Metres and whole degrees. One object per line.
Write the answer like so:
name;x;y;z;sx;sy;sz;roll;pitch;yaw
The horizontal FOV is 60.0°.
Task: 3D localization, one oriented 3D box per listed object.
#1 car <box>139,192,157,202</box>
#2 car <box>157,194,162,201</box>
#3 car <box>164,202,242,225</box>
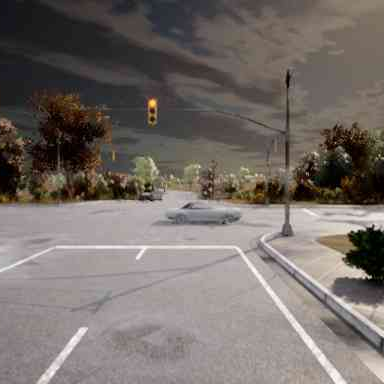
car;-7.195;0.779;52.574;1.882;1.535;5.008;0;-1;0
car;-7.139;1.186;67.971;1.837;1.490;4.892;0;0;0
car;0.752;1.280;20.864;4.718;1.301;1.895;0;1;6
